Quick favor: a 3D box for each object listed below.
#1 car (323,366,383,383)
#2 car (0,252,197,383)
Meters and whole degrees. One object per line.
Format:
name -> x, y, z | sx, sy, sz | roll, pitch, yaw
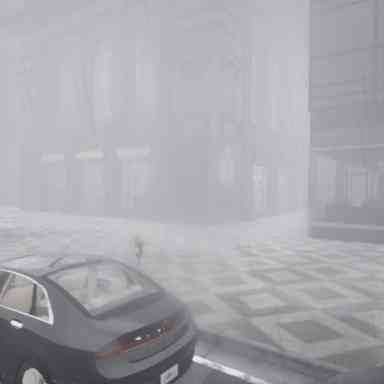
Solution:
car -> 2.619, 1.567, 1.220 | 4.403, 1.369, 2.008 | 1, 1, 35
car -> -2.005, 1.505, 4.465 | 4.403, 1.369, 2.008 | 1, 1, 35
